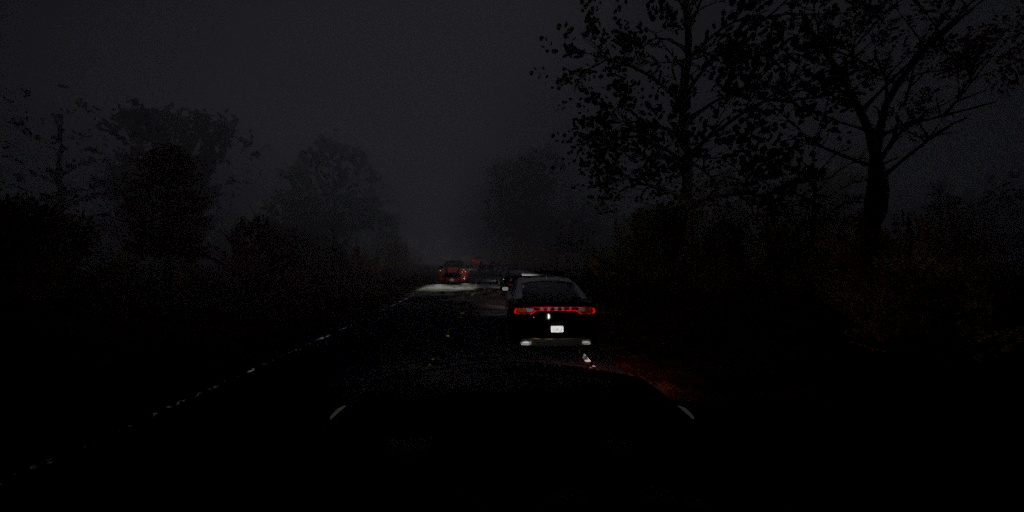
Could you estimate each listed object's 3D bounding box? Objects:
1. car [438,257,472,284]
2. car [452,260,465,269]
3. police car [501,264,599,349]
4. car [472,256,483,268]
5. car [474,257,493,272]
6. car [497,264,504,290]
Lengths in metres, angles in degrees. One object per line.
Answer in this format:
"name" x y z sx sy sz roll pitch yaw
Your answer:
"car" -4.366 1.098 27.200 2.097 1.767 4.553 0 0 -5
"car" -8.727 1.304 58.240 1.994 1.385 4.181 0 0 -11
"police car" 0.775 1.174 9.337 1.930 1.638 5.238 0 0 -2
"car" -5.987 0.960 60.660 2.150 2.045 5.566 0 0 -12
"car" -3.575 1.219 47.102 1.882 1.535 5.008 0 0 -9
"car" 0.314 1.273 19.295 1.812 1.442 4.674 0 0 -4
